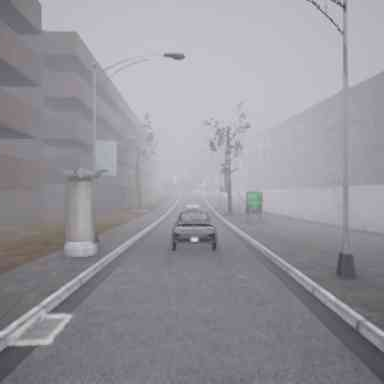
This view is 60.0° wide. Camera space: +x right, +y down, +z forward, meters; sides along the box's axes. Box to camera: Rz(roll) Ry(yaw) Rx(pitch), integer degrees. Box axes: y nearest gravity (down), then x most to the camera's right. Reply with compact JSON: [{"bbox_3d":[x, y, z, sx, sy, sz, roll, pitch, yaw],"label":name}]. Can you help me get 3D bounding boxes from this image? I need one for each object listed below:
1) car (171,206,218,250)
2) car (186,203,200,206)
[{"bbox_3d":[0.096,1.600,14.843,2.128,1.511,4.902,0,-1,0],"label":"car"},{"bbox_3d":[0.092,1.822,32.575,1.812,1.442,4.674,0,0,0],"label":"car"}]
